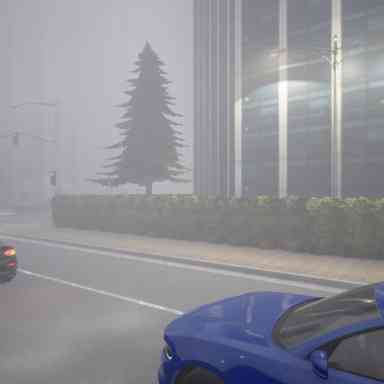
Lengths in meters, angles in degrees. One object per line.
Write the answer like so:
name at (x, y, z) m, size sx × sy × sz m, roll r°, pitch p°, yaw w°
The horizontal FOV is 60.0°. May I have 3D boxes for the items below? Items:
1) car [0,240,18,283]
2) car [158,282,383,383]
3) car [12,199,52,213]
car at (-6.170, 1.526, 8.350) m, size 4.674 × 1.442 × 1.812 m, roll 0°, pitch 0°, yaw 36°
car at (1.957, 1.478, 2.597) m, size 5.008 × 1.535 × 1.882 m, roll 0°, pitch 0°, yaw 36°
car at (-17.186, 1.547, 37.439) m, size 2.033 × 1.411 × 5.357 m, roll 0°, pitch 0°, yaw 36°
